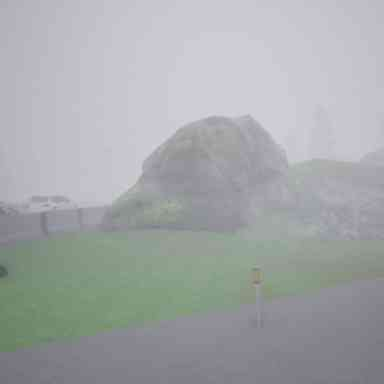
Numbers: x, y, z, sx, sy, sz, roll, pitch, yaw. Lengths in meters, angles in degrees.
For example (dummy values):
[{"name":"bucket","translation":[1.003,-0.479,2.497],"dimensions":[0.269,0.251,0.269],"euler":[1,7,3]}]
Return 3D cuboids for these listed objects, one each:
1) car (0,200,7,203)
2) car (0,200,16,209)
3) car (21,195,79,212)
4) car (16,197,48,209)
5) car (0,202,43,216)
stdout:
[{"name":"car","translation":[-19.362,1.749,33.727],"dimensions":[1.812,1.442,4.674],"euler":[-1,0,11]},{"name":"car","translation":[-32.760,2.193,57.003],"dimensions":[1.837,1.490,4.892],"euler":[-1,0,11]},{"name":"car","translation":[-12.774,1.307,30.974],"dimensions":[2.150,2.045,5.566],"euler":[-1,0,11]},{"name":"car","translation":[-28.651,1.867,59.764],"dimensions":[2.150,2.045,5.566],"euler":[-1,-1,11]},{"name":"car","translation":[-11.460,1.577,19.358],"dimensions":[2.033,1.411,5.357],"euler":[-1,0,11]}]
